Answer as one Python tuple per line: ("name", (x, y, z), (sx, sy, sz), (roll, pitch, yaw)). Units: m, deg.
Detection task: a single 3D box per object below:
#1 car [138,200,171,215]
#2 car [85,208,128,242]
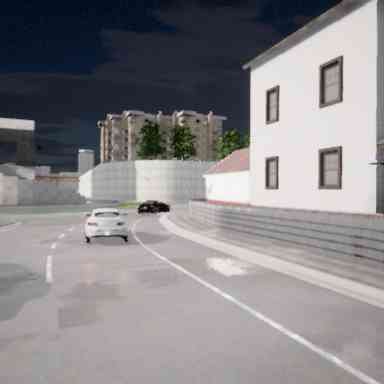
("car", (-3.763, 1.499, 33.817), (1.994, 1.385, 4.181), (0, 0, 21))
("car", (-4.089, 1.475, 15.993), (1.812, 1.442, 4.674), (0, 0, -15))
